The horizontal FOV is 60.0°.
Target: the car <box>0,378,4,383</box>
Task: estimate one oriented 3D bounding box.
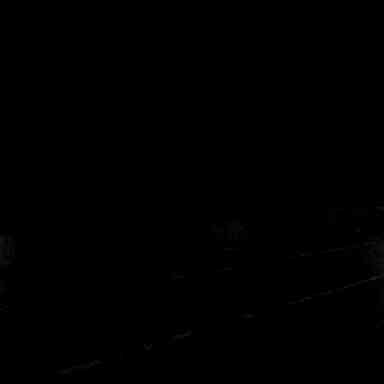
[{"bbox_3d":[-3.246,1.490,0.995,4.902,1.511,2.128,0,0,-36],"label":"car"}]

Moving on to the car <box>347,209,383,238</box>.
[{"bbox_3d":[9.998,1.567,17.645,4.313,1.339,1.947,0,0,-36],"label":"car"}]
